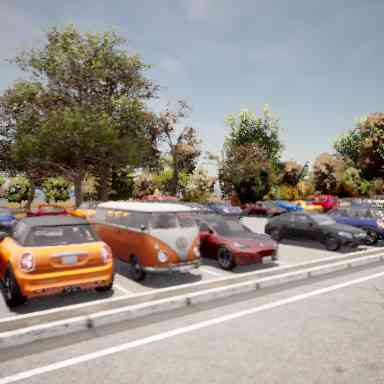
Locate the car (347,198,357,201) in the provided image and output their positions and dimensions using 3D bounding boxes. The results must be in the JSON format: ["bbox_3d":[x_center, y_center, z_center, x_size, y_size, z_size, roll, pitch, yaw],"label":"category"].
[{"bbox_3d":[16.022,1.578,38.456,2.185,1.767,4.553,0,0,-35],"label":"car"}]

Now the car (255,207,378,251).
[{"bbox_3d":[5.364,1.634,14.956,2.002,1.452,4.674,0,0,-35],"label":"car"}]

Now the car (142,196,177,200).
[{"bbox_3d":[-2.176,1.342,25.606,2.435,2.045,5.566,0,0,-35],"label":"car"}]

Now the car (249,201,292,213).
[{"bbox_3d":[6.921,1.680,32.030,2.163,1.488,4.792,0,0,-35],"label":"car"}]

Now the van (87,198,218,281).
[{"bbox_3d":[-1.437,1.320,10.006,1.878,1.987,4.442,0,0,-35],"label":"van"}]

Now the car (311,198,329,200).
[{"bbox_3d":[11.246,1.673,35.348,1.946,1.575,5.366,0,0,-35],"label":"car"}]

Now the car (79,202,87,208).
[{"bbox_3d":[-6.725,1.436,22.388,2.185,1.767,4.553,0,0,-35],"label":"car"}]

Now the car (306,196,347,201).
[{"bbox_3d":[13.612,1.438,36.827,2.435,2.045,5.566,0,0,-35],"label":"car"}]

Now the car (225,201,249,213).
[{"bbox_3d":[2.338,1.497,28.868,2.185,1.767,4.553,0,0,-35],"label":"car"}]

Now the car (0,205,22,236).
[{"bbox_3d":[-11.295,1.568,19.203,2.002,1.452,4.674,0,0,-35],"label":"car"}]

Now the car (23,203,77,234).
[{"bbox_3d":[-9.015,1.545,20.803,2.097,1.535,5.008,0,0,-35],"label":"car"}]

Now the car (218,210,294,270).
[{"bbox_3d":[0.836,1.592,11.719,2.163,1.488,4.792,0,0,-35],"label":"car"}]

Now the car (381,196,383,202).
[{"bbox_3d":[22.708,1.616,43.255,2.185,1.767,4.553,0,0,-35],"label":"car"}]

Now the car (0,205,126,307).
[{"bbox_3d":[-3.709,1.403,8.506,2.185,1.767,4.553,0,0,-35],"label":"car"}]

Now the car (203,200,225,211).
[{"bbox_3d":[0.077,1.610,27.240,2.231,1.521,4.892,0,0,-35],"label":"car"}]

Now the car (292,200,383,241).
[{"bbox_3d":[7.658,1.484,16.534,2.185,1.767,4.553,0,0,-35],"label":"car"}]

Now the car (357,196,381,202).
[{"bbox_3d":[20.434,1.603,41.648,2.185,1.767,4.553,0,0,-35],"label":"car"}]

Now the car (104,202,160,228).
[{"bbox_3d":[-4.472,1.577,24.024,2.097,1.535,5.008,0,0,-35],"label":"car"}]

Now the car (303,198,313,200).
[{"bbox_3d":[9.177,1.664,33.666,2.097,1.535,5.008,0,0,-35],"label":"car"}]

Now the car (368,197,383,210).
[{"bbox_3d":[27.396,1.643,46.490,2.185,1.767,4.553,0,0,-35],"label":"car"}]
